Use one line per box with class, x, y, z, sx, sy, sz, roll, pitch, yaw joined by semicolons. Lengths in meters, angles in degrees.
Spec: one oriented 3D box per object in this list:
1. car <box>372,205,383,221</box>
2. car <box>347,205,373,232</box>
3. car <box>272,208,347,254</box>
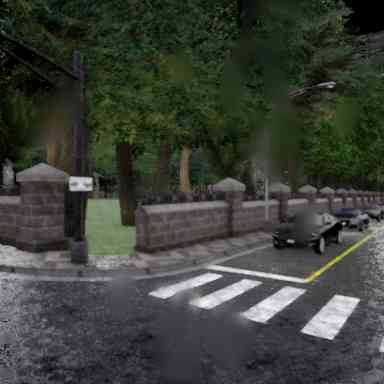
car;16.542;1.876;30.751;2.033;1.411;5.357;0;0;35
car;10.430;1.782;22.060;1.994;1.385;4.181;0;0;35
car;5.145;1.604;14.542;1.882;1.535;5.008;0;0;35
